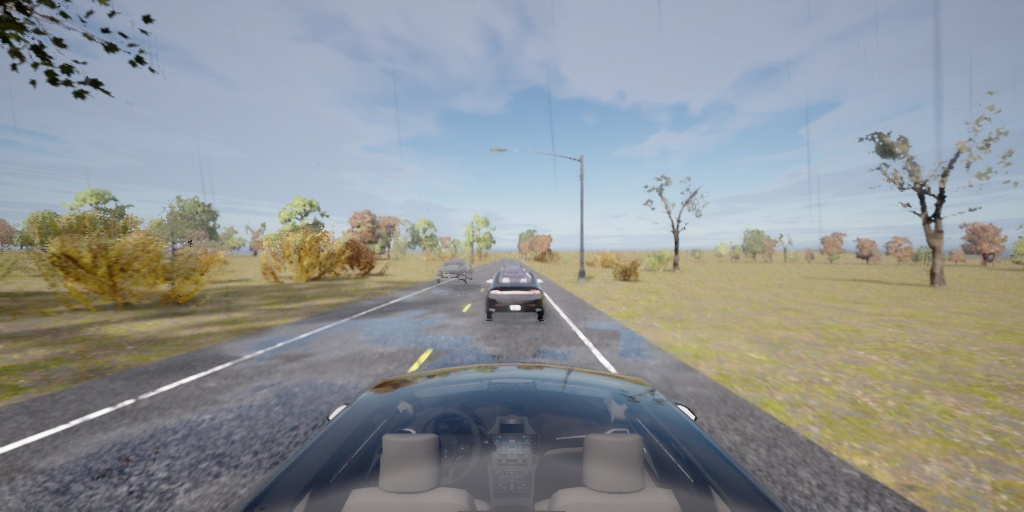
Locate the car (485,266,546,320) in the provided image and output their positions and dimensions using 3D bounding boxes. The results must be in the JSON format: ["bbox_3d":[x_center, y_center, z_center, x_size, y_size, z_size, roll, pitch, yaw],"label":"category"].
[{"bbox_3d":[0.100,1.261,12.636,2.128,1.511,4.902,0,0,0],"label":"car"}]

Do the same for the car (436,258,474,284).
[{"bbox_3d":[-3.498,0.902,22.564,1.837,1.490,4.892,0,0,0],"label":"car"}]

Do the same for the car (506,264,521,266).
[{"bbox_3d":[0.102,1.349,30.409,2.033,1.411,5.357,0,0,0],"label":"car"}]
